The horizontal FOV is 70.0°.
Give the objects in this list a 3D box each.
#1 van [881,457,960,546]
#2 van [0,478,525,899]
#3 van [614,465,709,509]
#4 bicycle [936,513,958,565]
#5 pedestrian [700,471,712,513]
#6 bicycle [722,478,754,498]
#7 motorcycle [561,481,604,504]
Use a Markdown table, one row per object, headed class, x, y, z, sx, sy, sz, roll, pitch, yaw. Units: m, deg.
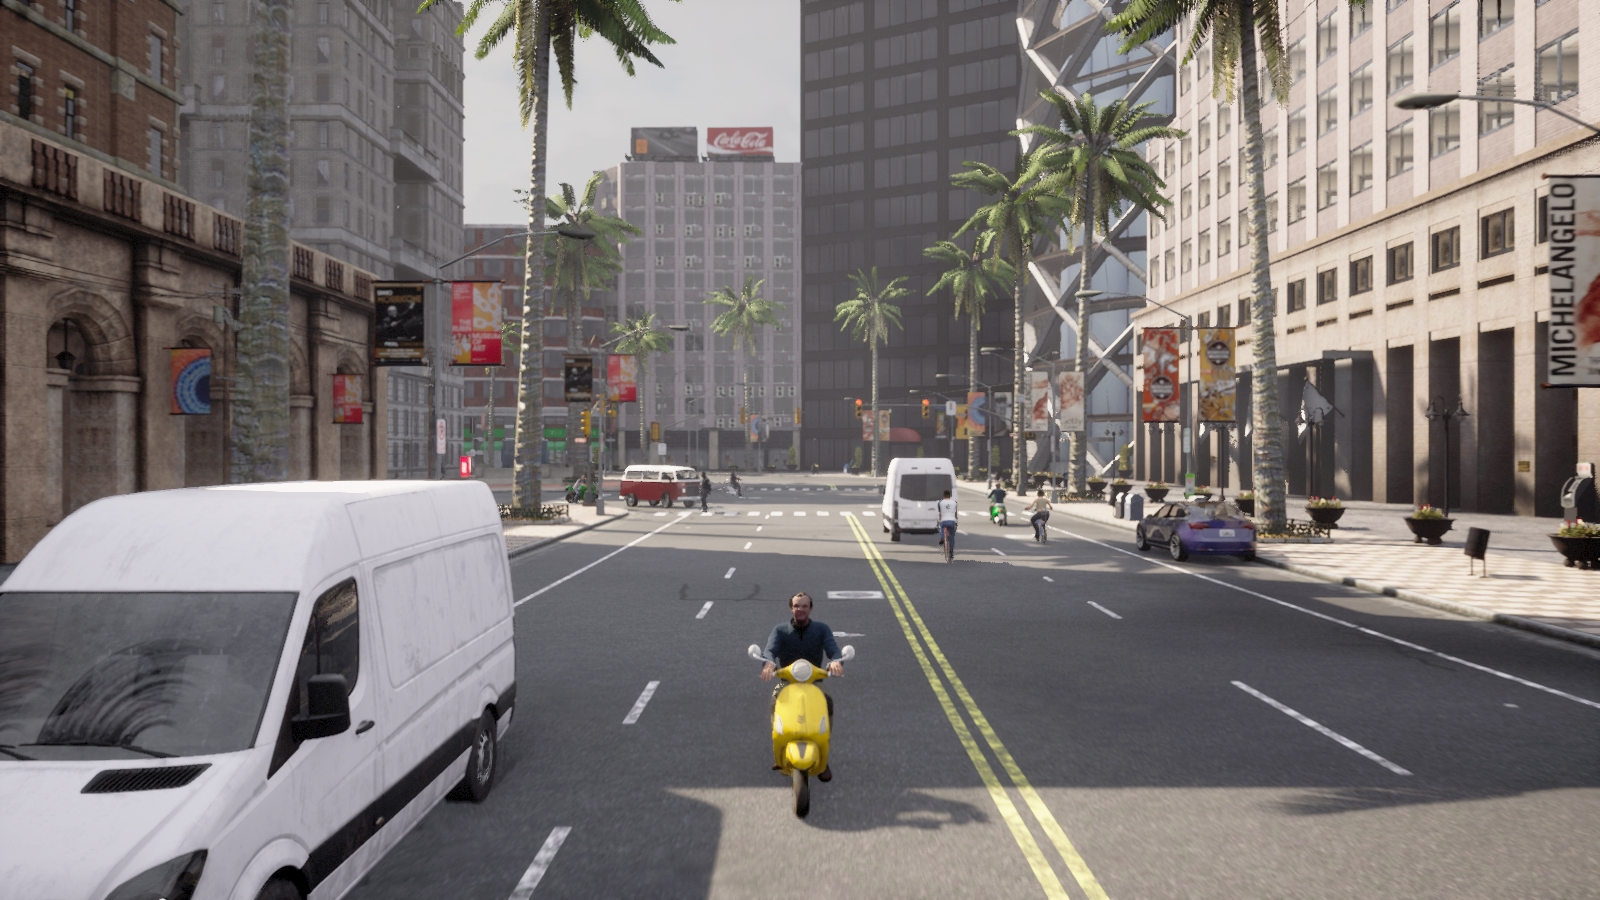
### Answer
| class | x | y | z | sx | sy | sz | roll | pitch | yaw |
| --- | --- | --- | --- | --- | --- | --- | --- | --- | --- |
| van | 3.761 | 1.535 | 36.643 | 1.988 | 2.561 | 5.915 | 0 | 0 | 1 |
| van | -3.499 | 1.534 | 7.446 | 1.988 | 2.561 | 5.915 | 0 | 0 | 0 |
| van | -6.803 | 1.783 | 56.008 | 4.480 | 2.038 | 2.069 | 0 | 0 | 39 |
| bicycle | 3.673 | 2.206 | 28.618 | 0.373 | 1.196 | 1.643 | 0 | 0 | 1 |
| pedestrian | -4.126 | 1.848 | 50.320 | 0.375 | 1.860 | 0.375 | 0 | 0 | -35 |
| bicycle | -3.600 | 2.210 | 66.373 | 1.835 | 1.171 | 0.329 | 0 | -1 | -22 |
| motorcycle | -11.265 | 2.214 | 59.201 | 2.033 | 1.145 | 0.803 | 0 | 0 | 22 |
